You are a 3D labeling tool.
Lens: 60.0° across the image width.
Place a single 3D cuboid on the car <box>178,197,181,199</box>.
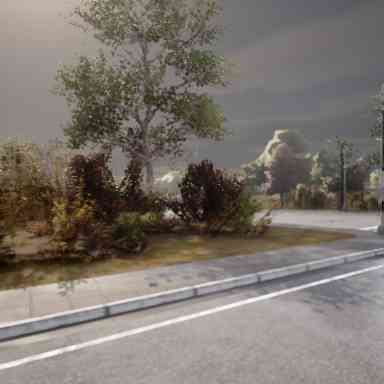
[{"bbox_3d":[-3.114,1.831,52.788,5.566,2.045,2.150,-2,-2,41],"label":"car"}]
